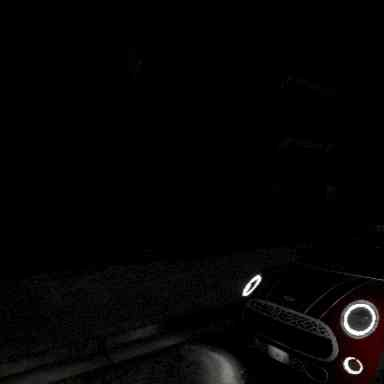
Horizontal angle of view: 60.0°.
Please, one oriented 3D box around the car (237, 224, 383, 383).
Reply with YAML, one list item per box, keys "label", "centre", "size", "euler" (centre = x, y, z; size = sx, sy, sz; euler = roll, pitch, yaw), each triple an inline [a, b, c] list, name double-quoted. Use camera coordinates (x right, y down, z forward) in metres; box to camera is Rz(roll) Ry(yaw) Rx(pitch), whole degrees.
- label: "car"
  centre: [2.865, 1.366, 5.310]
  size: [4.553, 1.767, 2.097]
  euler: [0, 0, -36]
